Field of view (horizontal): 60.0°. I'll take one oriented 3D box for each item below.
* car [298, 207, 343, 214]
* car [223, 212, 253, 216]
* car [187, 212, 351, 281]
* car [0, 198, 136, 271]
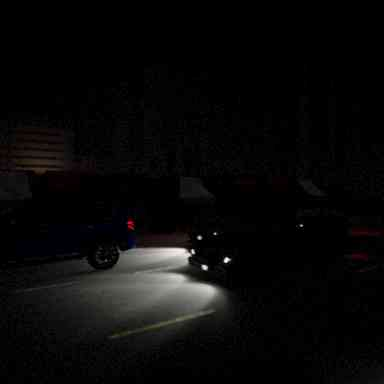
[{"bbox_3d":[6.259,1.515,16.988,4.674,1.442,1.812,0,0,-35],"label":"car"},{"bbox_3d":[1.912,1.557,13.826,4.181,1.385,1.994,0,0,-35],"label":"car"},{"bbox_3d":[2.497,1.542,10.052,5.357,1.411,2.033,0,0,-35],"label":"car"},{"bbox_3d":[-4.334,1.216,9.486,5.566,2.045,2.150,-1,0,-36],"label":"car"}]
